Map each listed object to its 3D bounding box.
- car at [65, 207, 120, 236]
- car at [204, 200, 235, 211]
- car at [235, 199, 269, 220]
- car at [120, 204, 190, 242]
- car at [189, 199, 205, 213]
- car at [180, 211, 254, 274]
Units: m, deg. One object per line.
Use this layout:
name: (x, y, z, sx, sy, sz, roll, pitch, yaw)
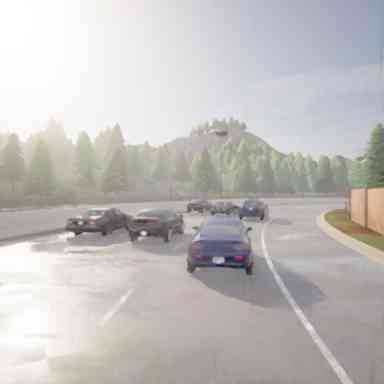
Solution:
car: (-4.861, 1.551, 18.430, 2.033, 1.411, 5.357, 0, 0, 11)
car: (3.364, 1.619, 33.571, 2.033, 1.411, 5.357, 0, 0, 22)
car: (5.483, 1.428, 29.125, 2.097, 1.767, 4.553, 0, 0, 19)
car: (-1.621, 1.522, 16.489, 1.837, 1.490, 4.892, 0, 0, 10)
car: (0.968, 1.569, 36.739, 1.837, 1.490, 4.892, 0, 0, 23)
car: (0.959, 1.548, 10.649, 1.812, 1.442, 4.674, 0, 0, 7)
